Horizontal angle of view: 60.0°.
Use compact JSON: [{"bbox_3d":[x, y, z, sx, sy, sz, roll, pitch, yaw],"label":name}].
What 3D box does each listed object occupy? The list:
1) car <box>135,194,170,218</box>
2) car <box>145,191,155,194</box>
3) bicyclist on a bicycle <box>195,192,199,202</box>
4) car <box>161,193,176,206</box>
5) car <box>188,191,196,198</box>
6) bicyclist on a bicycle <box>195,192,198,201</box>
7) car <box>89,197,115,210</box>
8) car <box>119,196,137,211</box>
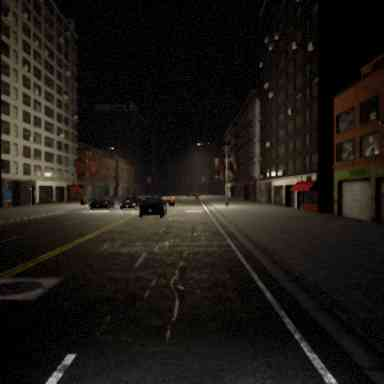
[{"bbox_3d":[-3.163,1.239,27.719,1.882,1.535,5.008,0,1,0],"label":"car"},{"bbox_3d":[-9.786,0.482,77.072,2.097,1.767,4.553,0,1,0],"label":"car"},{"bbox_3d":[0.867,0.893,55.960,0.659,1.776,1.843,0,1,0],"label":"bicyclist on a bicycle"},{"bbox_3d":[-3.171,1.214,45.270,1.895,1.301,4.718,0,1,0],"label":"car"},{"bbox_3d":[-0.038,0.512,84.861,2.097,1.767,4.553,0,1,0],"label":"car"},{"bbox_3d":[0.865,0.899,64.965,0.582,1.620,1.656,0,0,0],"label":"bicyclist on a bicycle"},{"bbox_3d":[-9.859,1.250,36.632,1.994,1.385,4.181,0,0,0],"label":"car"},{"bbox_3d":[-6.610,1.195,36.332,1.837,1.490,4.892,0,0,0],"label":"car"}]
